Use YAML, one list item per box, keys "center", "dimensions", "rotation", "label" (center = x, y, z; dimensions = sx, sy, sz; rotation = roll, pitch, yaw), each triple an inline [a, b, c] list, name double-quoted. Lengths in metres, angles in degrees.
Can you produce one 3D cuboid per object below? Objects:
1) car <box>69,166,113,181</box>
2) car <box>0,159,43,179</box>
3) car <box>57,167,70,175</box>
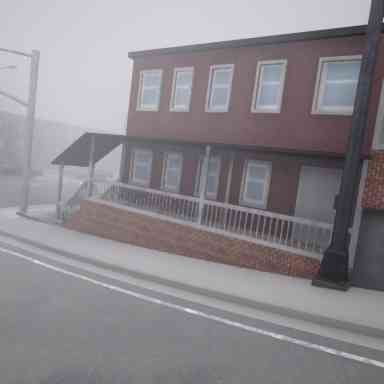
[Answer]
- center: [-11.793, -2.176, 40.301]
  dimensions: [1.837, 1.490, 4.892]
  rotation: [11, 6, 35]
  label: "car"
- center: [-17.433, -2.140, 32.493]
  dimensions: [2.033, 1.411, 5.357]
  rotation: [11, 6, 37]
  label: "car"
- center: [-14.431, -2.669, 42.582]
  dimensions: [2.033, 1.411, 5.357]
  rotation: [11, 6, 35]
  label: "car"
